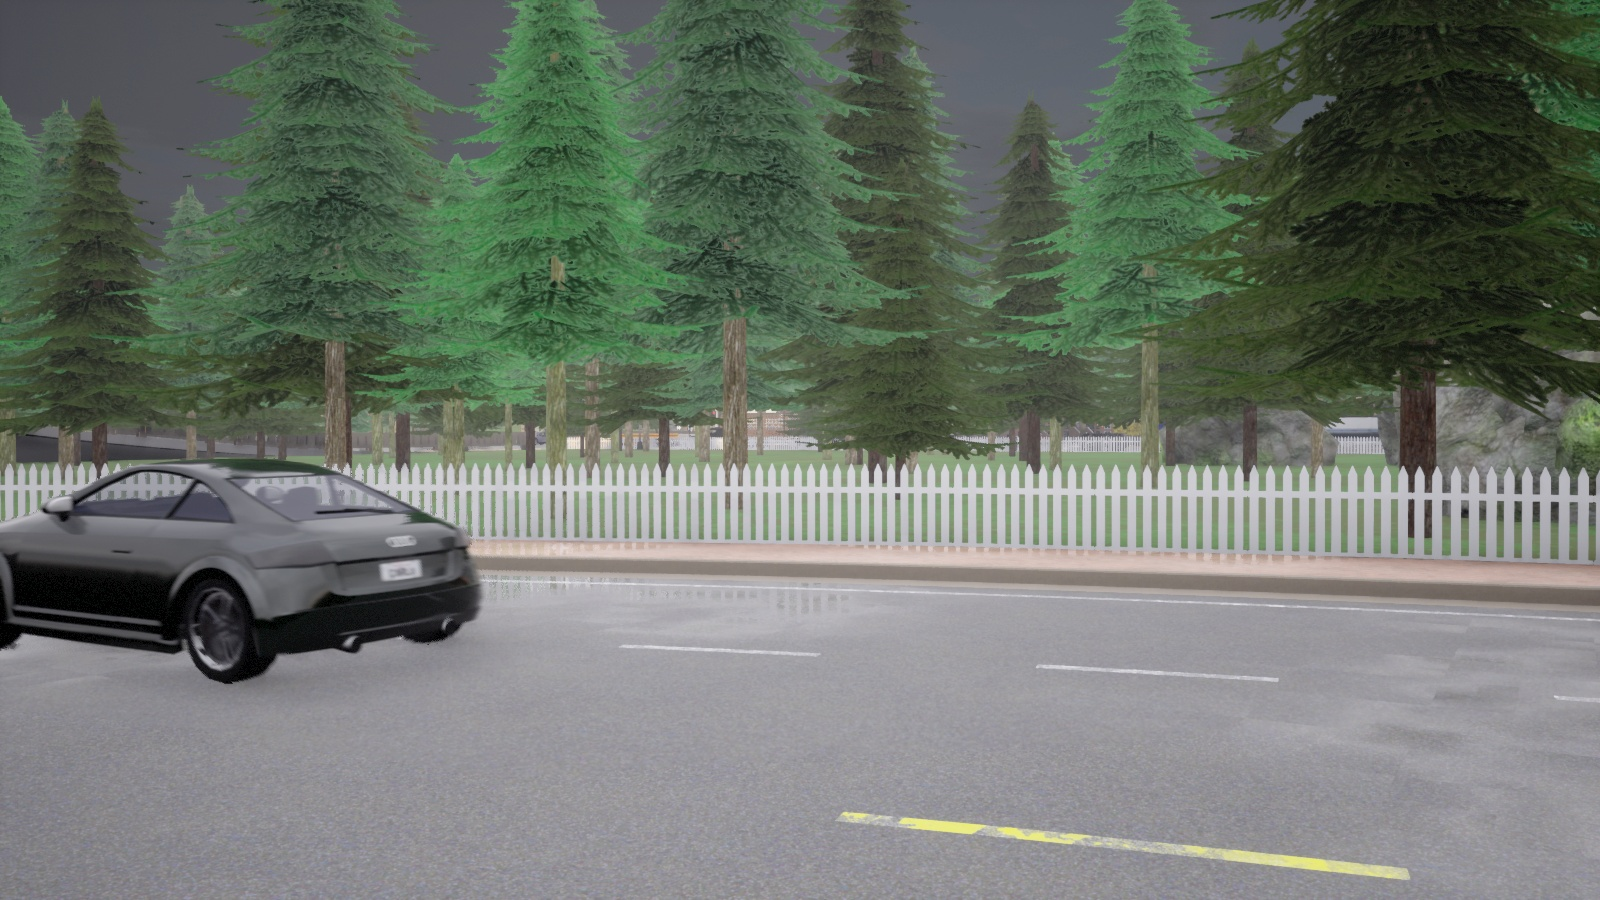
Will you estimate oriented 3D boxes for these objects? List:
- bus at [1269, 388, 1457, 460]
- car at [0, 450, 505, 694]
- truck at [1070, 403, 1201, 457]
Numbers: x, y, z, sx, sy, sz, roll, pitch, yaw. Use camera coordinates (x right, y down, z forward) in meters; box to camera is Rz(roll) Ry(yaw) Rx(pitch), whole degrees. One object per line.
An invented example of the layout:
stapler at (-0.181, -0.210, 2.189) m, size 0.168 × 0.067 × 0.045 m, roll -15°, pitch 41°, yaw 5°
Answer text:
bus at (35.381, -1.628, 79.101) m, size 10.273 × 4.253 × 3.944 m, roll 1°, pitch 1°, yaw 33°
car at (-4.471, 0.724, 9.341) m, size 4.181 × 1.385 × 1.994 m, roll 1°, pitch 1°, yaw 29°
truck at (22.241, -1.352, 83.439) m, size 7.936 × 3.462 × 2.891 m, roll 1°, pitch 1°, yaw 33°
